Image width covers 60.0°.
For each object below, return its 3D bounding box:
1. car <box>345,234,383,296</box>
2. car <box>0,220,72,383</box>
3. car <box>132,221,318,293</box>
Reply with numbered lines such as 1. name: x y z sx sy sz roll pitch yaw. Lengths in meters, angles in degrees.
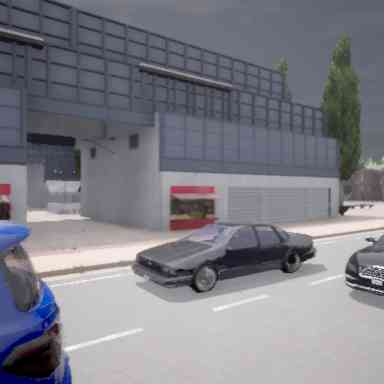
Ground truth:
1. car: 5.545 1.486 7.825 4.892 1.490 1.837 0 0 -35
2. car: -3.474 1.228 1.479 5.566 2.045 2.150 0 0 -35
3. car: 1.149 1.535 9.026 5.357 1.411 2.033 0 0 -35
